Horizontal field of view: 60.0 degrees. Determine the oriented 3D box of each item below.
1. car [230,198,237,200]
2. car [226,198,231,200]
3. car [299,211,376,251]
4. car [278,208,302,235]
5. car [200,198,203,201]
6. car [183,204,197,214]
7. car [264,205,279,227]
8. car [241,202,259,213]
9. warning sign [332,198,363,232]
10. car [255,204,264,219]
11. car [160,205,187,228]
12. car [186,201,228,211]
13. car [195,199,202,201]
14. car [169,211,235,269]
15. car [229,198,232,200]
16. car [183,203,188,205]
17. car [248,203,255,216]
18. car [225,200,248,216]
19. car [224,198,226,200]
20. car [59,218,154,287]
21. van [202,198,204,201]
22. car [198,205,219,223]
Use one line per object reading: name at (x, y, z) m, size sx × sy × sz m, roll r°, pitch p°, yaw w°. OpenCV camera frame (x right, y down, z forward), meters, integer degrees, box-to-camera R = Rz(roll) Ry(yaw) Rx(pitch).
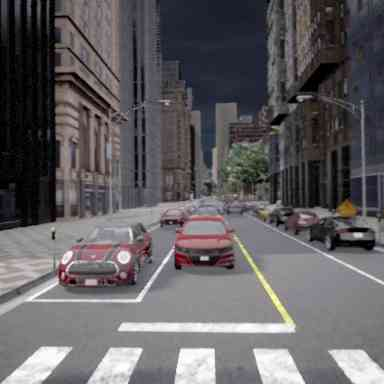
car at (9.512, 2.529, 69.787) m, size 1.752 × 1.417 × 4.829 m, roll -1°, pitch -1°, yaw 3°
car at (10.101, 2.481, 80.577) m, size 2.192 × 1.841 × 5.009 m, roll -1°, pitch -1°, yaw 3°
car at (6.500, 1.728, 14.837) m, size 1.947 × 1.339 × 4.313 m, roll -1°, pitch -1°, yaw 3°
car at (6.801, 1.830, 20.315) m, size 1.802 × 1.307 × 4.206 m, roll -1°, pitch -1°, yaw 3°
car at (0.691, 2.484, 64.617) m, size 1.967 × 1.590 × 4.097 m, roll -1°, pitch -1°, yaw 3°
car at (-0.209, 2.379, 48.178) m, size 1.802 × 1.307 × 4.206 m, roll -1°, pitch -1°, yaw 3°
car at (7.101, 1.899, 25.793) m, size 1.947 × 1.339 × 4.313 m, roll -1°, pitch -1°, yaw 3°
car at (8.302, 2.224, 47.705) m, size 2.008 × 1.369 × 4.403 m, roll -1°, pitch -1°, yaw 3°
warning sign at (9.052, 1.317, 19.387) m, size 1.300 × 1.860 × 1.060 m, roll -1°, pitch -1°, yaw 3°
car at (7.410, 1.947, 31.441) m, size 1.752 × 1.417 × 4.829 m, roll -1°, pitch -1°, yaw 3°
car at (-1.411, 2.002, 26.262) m, size 1.887 × 1.381 × 4.507 m, roll -1°, pitch -1°, yaw 3°
car at (1.007, 1.703, 21.765) m, size 2.097 × 1.767 × 4.553 m, roll -1°, pitch -1°, yaw 3°
car at (0.382, 2.485, 58.967) m, size 1.752 × 1.417 × 4.829 m, roll -1°, pitch -1°, yaw 3°
car at (0.478, 1.677, 12.073) m, size 1.882 × 1.535 × 5.008 m, roll -1°, pitch -1°, yaw 3°
car at (9.804, 2.665, 75.094) m, size 1.802 × 1.307 × 4.206 m, roll -1°, pitch -1°, yaw 3°
car at (-1.120, 2.066, 31.572) m, size 1.752 × 1.417 × 4.829 m, roll -1°, pitch -1°, yaw 3°
car at (7.701, 2.055, 36.749) m, size 2.008 × 1.369 × 4.403 m, roll -1°, pitch -1°, yaw 3°
car at (5.180, 2.091, 40.438) m, size 2.128 × 1.511 × 4.902 m, roll -1°, pitch -1°, yaw 4°
car at (10.702, 2.644, 91.532) m, size 2.192 × 1.841 × 5.009 m, roll -1°, pitch -1°, yaw 3°
car at (-2.312, 1.641, 9.860) m, size 1.967 × 1.590 × 4.097 m, roll -1°, pitch -1°, yaw 2°
van at (1.290, 2.549, 75.576) m, size 1.690 × 1.788 × 3.998 m, roll -1°, pitch -1°, yaw 3°
car at (1.580, 2.016, 31.994) m, size 1.837 × 1.490 × 4.892 m, roll -1°, pitch -1°, yaw 3°
